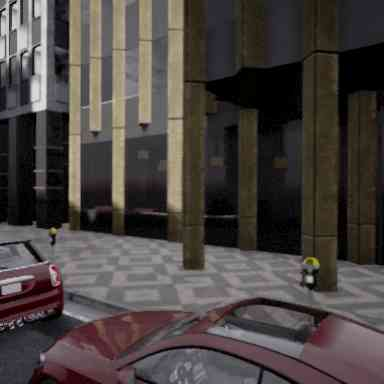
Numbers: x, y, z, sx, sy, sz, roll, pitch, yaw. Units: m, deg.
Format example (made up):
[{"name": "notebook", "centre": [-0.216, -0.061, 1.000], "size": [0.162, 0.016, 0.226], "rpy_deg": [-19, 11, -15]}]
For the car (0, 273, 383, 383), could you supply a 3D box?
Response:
[{"name": "car", "centre": [0.412, 1.578, 2.668], "size": [4.206, 1.307, 1.802], "rpy_deg": [0, 0, 36]}]

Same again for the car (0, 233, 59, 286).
[{"name": "car", "centre": [-4.180, 1.418, 5.942], "size": [4.097, 1.590, 1.967], "rpy_deg": [0, 0, 36]}]
